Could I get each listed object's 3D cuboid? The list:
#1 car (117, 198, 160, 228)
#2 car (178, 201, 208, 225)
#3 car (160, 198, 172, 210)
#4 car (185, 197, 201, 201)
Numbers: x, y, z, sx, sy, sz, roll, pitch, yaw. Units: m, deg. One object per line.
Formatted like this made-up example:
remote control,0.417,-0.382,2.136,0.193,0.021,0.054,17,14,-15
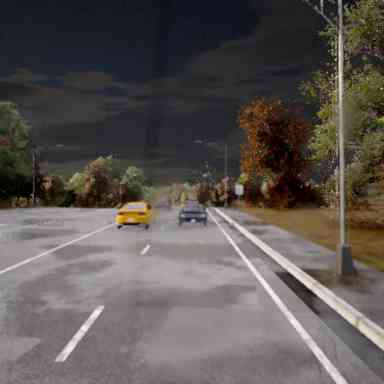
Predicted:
car,-3.436,1.393,21.290,1.882,1.535,5.008,0,1,0
car,0.075,1.509,23.064,1.895,1.301,4.718,0,0,0
car,-3.407,1.409,39.901,2.033,1.411,5.357,0,-1,0
car,0.098,1.408,42.770,2.128,1.511,4.902,0,-2,0
